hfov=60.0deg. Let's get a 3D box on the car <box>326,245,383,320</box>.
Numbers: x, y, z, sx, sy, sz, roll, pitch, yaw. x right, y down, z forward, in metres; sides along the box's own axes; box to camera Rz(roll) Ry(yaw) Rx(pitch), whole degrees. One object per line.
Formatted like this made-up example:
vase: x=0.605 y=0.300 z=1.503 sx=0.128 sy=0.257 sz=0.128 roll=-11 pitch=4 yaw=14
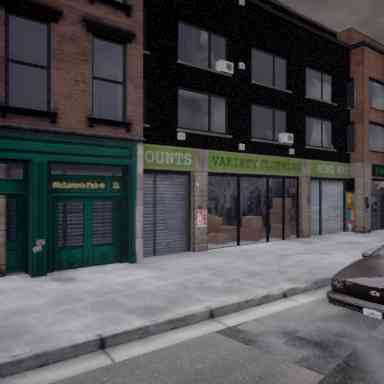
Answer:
car: x=5.047 y=1.548 z=6.852 sx=5.357 sy=1.411 sz=2.033 roll=0 pitch=0 yaw=-35
